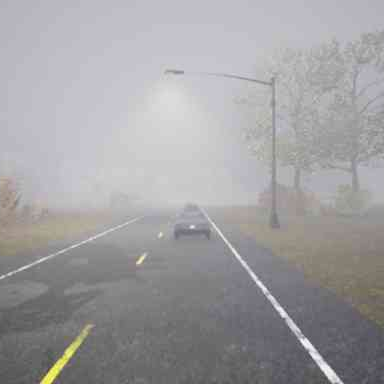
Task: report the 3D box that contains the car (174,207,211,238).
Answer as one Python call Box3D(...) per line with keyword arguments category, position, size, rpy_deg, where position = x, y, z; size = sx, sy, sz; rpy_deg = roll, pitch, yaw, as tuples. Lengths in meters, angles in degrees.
Box3D(category="car", position=(0.016, 1.774, 19.135), size=(1.994, 1.385, 4.181), rpy_deg=(0, -1, 0))

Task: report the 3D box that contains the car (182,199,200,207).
Box3D(category="car", position=(-0.065, 1.936, 40.517), size=(1.837, 1.490, 4.892), rpy_deg=(0, 0, 0))
